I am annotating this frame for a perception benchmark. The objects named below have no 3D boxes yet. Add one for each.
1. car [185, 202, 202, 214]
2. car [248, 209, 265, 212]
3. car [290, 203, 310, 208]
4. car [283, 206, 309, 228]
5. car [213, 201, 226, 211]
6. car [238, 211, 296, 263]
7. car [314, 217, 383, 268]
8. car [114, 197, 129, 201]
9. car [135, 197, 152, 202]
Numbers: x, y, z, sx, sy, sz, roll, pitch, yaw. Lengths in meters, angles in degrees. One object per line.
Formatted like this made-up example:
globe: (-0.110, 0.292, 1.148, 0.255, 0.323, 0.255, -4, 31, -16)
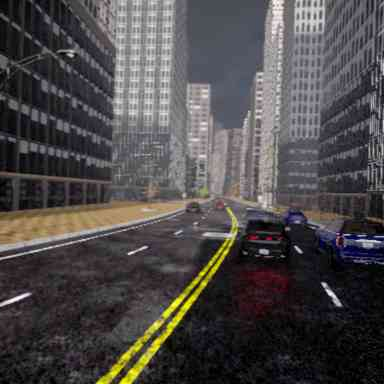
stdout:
car: (0.259, 2.017, 43.464, 1.882, 1.535, 5.008, 2, -1, 5)
car: (5.073, 2.084, 26.315, 2.033, 1.411, 5.357, 2, -1, 8)
car: (26.375, 3.574, 81.285, 5.009, 1.841, 2.192, 3, 0, 6)
car: (8.674, 2.240, 28.672, 1.812, 1.442, 4.674, 2, 0, 8)
car: (4.713, 2.354, 56.897, 1.882, 1.535, 5.008, 2, -1, 5)
car: (2.929, 1.800, 13.569, 1.837, 1.490, 4.892, 2, 0, 12)
car: (6.080, 1.771, 12.758, 2.097, 1.767, 4.553, 2, -1, 12)
car: (-17.972, 1.665, 85.789, 4.206, 1.307, 1.802, 3, 0, 6)
car: (-12.326, 1.927, 85.166, 4.313, 1.339, 1.947, 3, 0, 6)
